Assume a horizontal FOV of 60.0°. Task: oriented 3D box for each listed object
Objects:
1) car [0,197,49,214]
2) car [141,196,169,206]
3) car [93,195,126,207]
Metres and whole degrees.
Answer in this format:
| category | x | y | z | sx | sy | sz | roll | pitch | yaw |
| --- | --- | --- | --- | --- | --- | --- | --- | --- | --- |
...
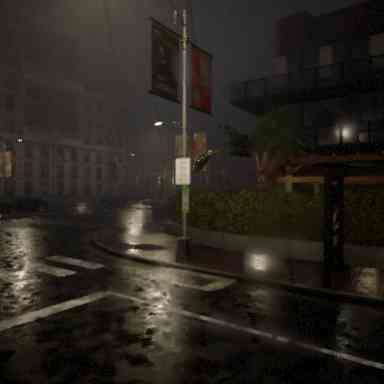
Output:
| category | x | y | z | sx | sy | sz | roll | pitch | yaw |
| --- | --- | --- | --- | --- | --- | --- | --- | --- | --- |
| car | -16.278 | 1.269 | 31.971 | 1.837 | 1.490 | 4.892 | 0 | 0 | 34 |
| car | -5.243 | 1.288 | 47.650 | 1.812 | 1.442 | 4.674 | 1 | 0 | 35 |
| car | -11.153 | 1.228 | 45.387 | 2.128 | 1.511 | 4.902 | 1 | 0 | 35 |
